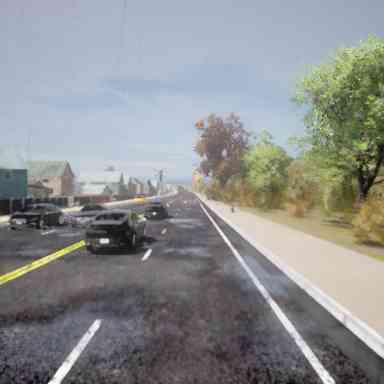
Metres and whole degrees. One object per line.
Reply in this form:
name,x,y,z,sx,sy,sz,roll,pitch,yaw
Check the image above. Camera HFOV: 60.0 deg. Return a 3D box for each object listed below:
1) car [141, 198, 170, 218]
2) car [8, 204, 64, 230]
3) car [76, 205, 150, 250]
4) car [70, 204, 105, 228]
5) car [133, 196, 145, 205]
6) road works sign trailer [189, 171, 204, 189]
car,-3.142,1.550,30.155,1.837,1.490,4.892,0,0,0
car,-9.842,1.538,21.368,1.837,1.490,4.892,0,0,0
car,-3.147,1.528,14.376,1.837,1.490,4.892,0,0,0
car,-6.592,1.560,22.387,1.812,1.442,4.674,0,0,0
car,-9.752,1.551,62.533,1.882,1.535,5.008,0,0,1
road works sign trailer,1.144,-2.000,68.675,2.880,2.380,3.560,-36,-38,13
